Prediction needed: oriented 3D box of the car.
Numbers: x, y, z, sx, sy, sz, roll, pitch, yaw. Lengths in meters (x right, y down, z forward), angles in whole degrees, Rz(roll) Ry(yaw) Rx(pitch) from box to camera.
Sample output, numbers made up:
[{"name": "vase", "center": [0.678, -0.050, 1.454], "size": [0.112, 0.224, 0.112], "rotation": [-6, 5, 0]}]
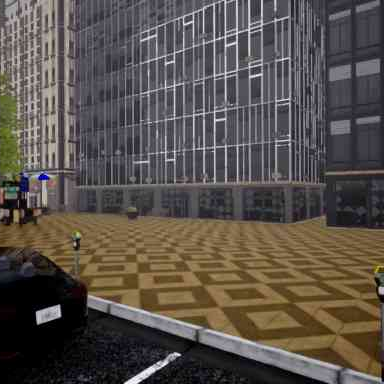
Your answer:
[{"name": "car", "center": [-3.482, 1.566, 5.371], "size": [4.313, 1.339, 1.947], "rotation": [0, 0, 36]}]
